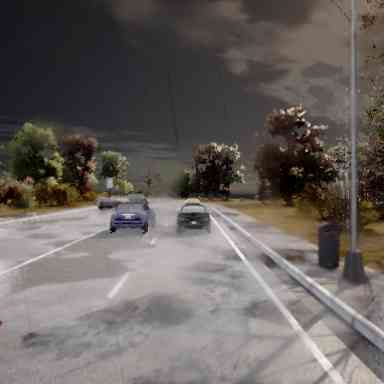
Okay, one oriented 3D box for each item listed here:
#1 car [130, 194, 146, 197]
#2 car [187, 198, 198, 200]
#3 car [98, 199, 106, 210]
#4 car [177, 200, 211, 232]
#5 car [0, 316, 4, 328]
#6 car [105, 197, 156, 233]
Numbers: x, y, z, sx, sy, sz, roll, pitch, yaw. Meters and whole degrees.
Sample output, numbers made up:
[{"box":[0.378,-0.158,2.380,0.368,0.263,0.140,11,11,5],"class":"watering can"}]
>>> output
[{"box":[-7.218,1.232,44.190,2.150,2.045,5.566,0,0,-1],"class":"car"},{"box":[0.054,1.485,38.543,1.882,1.535,5.008,0,0,-1],"class":"car"},{"box":[-10.695,1.555,43.248,2.033,1.411,5.357,0,0,-1],"class":"car"},{"box":[0.096,1.481,20.145,1.882,1.535,5.008,0,0,0],"class":"car"},{"box":[-3.401,1.601,2.223,1.895,1.301,4.718,0,0,0],"class":"car"},{"box":[-3.405,1.355,19.890,2.097,1.767,4.553,0,0,0],"class":"car"}]
